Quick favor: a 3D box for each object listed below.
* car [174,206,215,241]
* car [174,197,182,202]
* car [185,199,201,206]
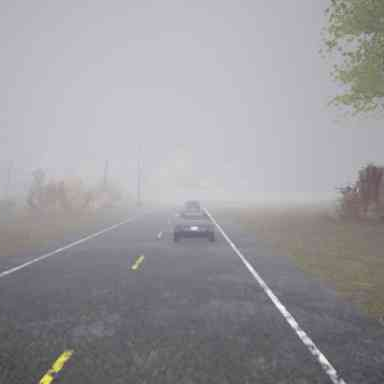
[{"bbox_3d":[0.105,1.630,17.191,1.994,1.385,4.181,0,0,0],"label":"car"},{"bbox_3d":[-3.481,1.824,81.437,1.895,1.301,4.718,0,0,0],"label":"car"},{"bbox_3d":[0.109,1.653,43.803,1.837,1.490,4.892,0,0,0],"label":"car"}]
